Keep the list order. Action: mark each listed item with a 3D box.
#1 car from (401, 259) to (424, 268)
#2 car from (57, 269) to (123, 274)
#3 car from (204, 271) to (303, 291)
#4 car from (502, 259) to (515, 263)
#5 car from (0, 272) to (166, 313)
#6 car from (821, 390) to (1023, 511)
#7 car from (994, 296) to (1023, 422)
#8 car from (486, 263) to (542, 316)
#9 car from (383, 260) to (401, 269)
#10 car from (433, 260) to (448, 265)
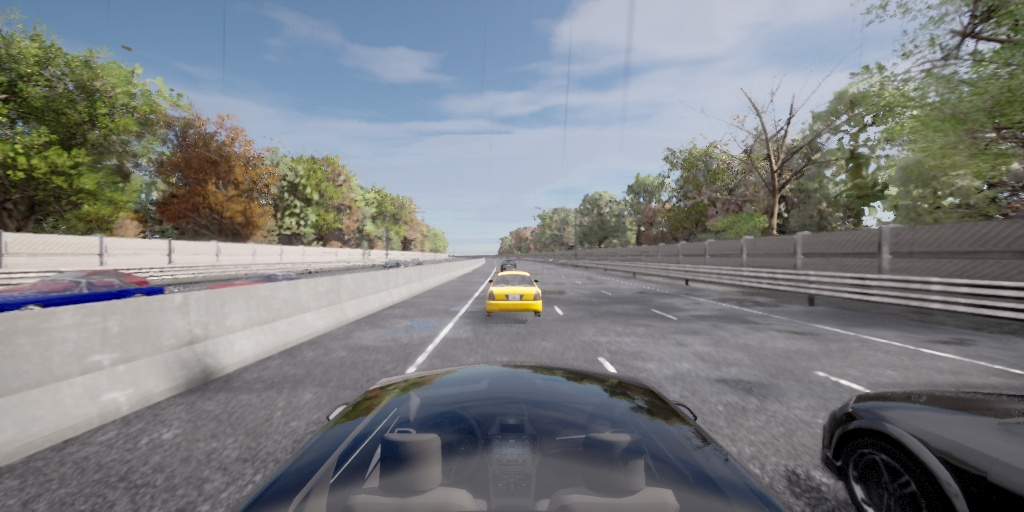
[{"bbox_3d":[-14.883,1.257,55.176,2.128,1.511,4.902,0,0,-1],"label":"car"},{"bbox_3d":[-17.659,1.283,14.763,1.812,1.442,4.674,0,0,0],"label":"car"},{"bbox_3d":[-10.664,1.358,15.570,1.895,1.301,4.718,0,0,0],"label":"car"},{"bbox_3d":[-0.433,1.196,44.502,2.033,1.649,4.856,0,0,-1],"label":"car"},{"bbox_3d":[-14.135,1.357,11.411,1.895,1.301,4.718,0,0,0],"label":"car"},{"bbox_3d":[3.592,1.313,1.266,1.994,1.385,4.181,0,0,0],"label":"car"},{"bbox_3d":[7.092,1.253,2.142,1.837,1.490,4.892,0,0,0],"label":"car"},{"bbox_3d":[0.052,1.211,13.237,1.801,1.575,5.366,0,0,0],"label":"car"},{"bbox_3d":[-18.388,1.291,55.330,1.812,1.442,4.674,0,0,-1],"label":"car"},{"bbox_3d":[-11.451,1.369,57.998,1.895,1.301,4.718,0,0,-1],"label":"car"}]
